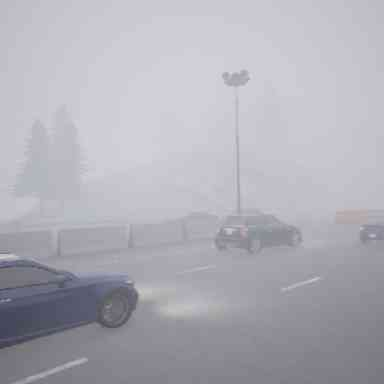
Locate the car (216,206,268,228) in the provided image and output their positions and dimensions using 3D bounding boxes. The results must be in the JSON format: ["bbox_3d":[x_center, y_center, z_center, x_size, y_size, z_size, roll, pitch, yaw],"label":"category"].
[{"bbox_3d":[4.615,2.259,30.565,4.553,1.767,2.097,0,-2,-36],"label":"car"}]

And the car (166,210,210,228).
[{"bbox_3d":[0.108,2.569,31.554,5.357,1.411,2.033,0,-2,-37],"label":"car"}]

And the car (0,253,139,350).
[{"bbox_3d":[-3.099,1.772,5.569,4.674,1.442,1.812,1,-3,-44],"label":"car"}]

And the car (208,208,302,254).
[{"bbox_3d":[3.276,1.816,15.968,4.553,1.767,2.097,1,-2,-40],"label":"car"}]

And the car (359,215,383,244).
[{"bbox_3d":[10.376,1.901,17.185,4.674,1.442,1.812,0,-2,-38],"label":"car"}]

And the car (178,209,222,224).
[{"bbox_3d":[0.936,2.692,36.541,4.674,1.442,1.812,1,-2,-36],"label":"car"}]
